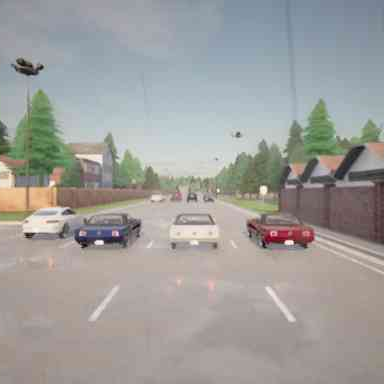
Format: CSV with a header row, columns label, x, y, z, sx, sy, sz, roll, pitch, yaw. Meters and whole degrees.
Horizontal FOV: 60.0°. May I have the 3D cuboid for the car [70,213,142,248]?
label,x,y,z,sx,sy,sz,roll,pitch,yaw
car,-3.403,1.561,14.472,1.895,1.301,4.718,0,0,0

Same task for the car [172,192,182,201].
label,x,y,z,sx,sy,sz,roll,pitch,yaw
car,-3.480,0.928,78.534,2.150,2.045,5.566,0,0,0

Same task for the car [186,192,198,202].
label,x,y,z,sx,sy,sz,roll,pitch,yaw
car,0.017,1.040,67.284,2.150,2.045,5.566,0,0,0

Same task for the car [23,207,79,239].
label,x,y,z,sx,sy,sz,roll,pitch,yaw
car,-6.911,1.479,17.083,1.812,1.442,4.674,0,0,0

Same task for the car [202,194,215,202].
label,x,y,z,sx,sy,sz,roll,pitch,yaw
car,3.517,1.416,67.701,1.895,1.301,4.718,0,0,0

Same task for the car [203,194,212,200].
label,x,y,z,sx,sy,sz,roll,pitch,yaw
car,3.519,1.138,77.672,1.837,1.490,4.892,0,0,0

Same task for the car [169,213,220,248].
label,x,y,z,sx,sy,sz,roll,pitch,yaw
car,0.096,1.561,14.481,1.895,1.301,4.718,0,0,0

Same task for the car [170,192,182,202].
label,x,y,z,sx,sy,sz,roll,pitch,yaw
car,-3.483,1.316,68.408,2.128,1.511,4.902,0,0,0

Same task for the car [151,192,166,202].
label,x,y,z,sx,sy,sz,roll,pitch,yaw
car,-6.983,1.039,67.286,2.150,2.045,5.566,0,0,0

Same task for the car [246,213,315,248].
label,x,y,z,sx,sy,sz,roll,pitch,yaw
car,3.596,1.561,14.480,1.895,1.301,4.718,0,0,0
